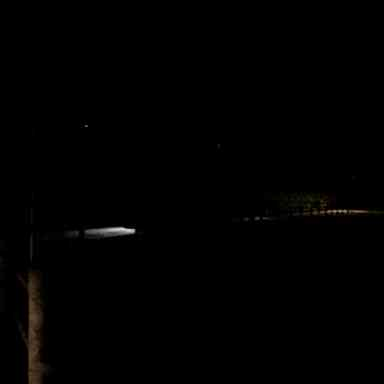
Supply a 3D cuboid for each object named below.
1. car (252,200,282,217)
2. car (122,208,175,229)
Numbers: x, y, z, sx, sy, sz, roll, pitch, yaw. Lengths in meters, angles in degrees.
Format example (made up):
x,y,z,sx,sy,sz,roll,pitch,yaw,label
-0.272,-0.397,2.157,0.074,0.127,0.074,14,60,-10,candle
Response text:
x,y,z,sx,sy,sz,roll,pitch,yaw,label
9.755,2.128,43.029,2.150,2.045,5.566,1,-1,35,car
-3.151,1.928,24.745,1.994,1.385,4.181,1,-1,35,car
